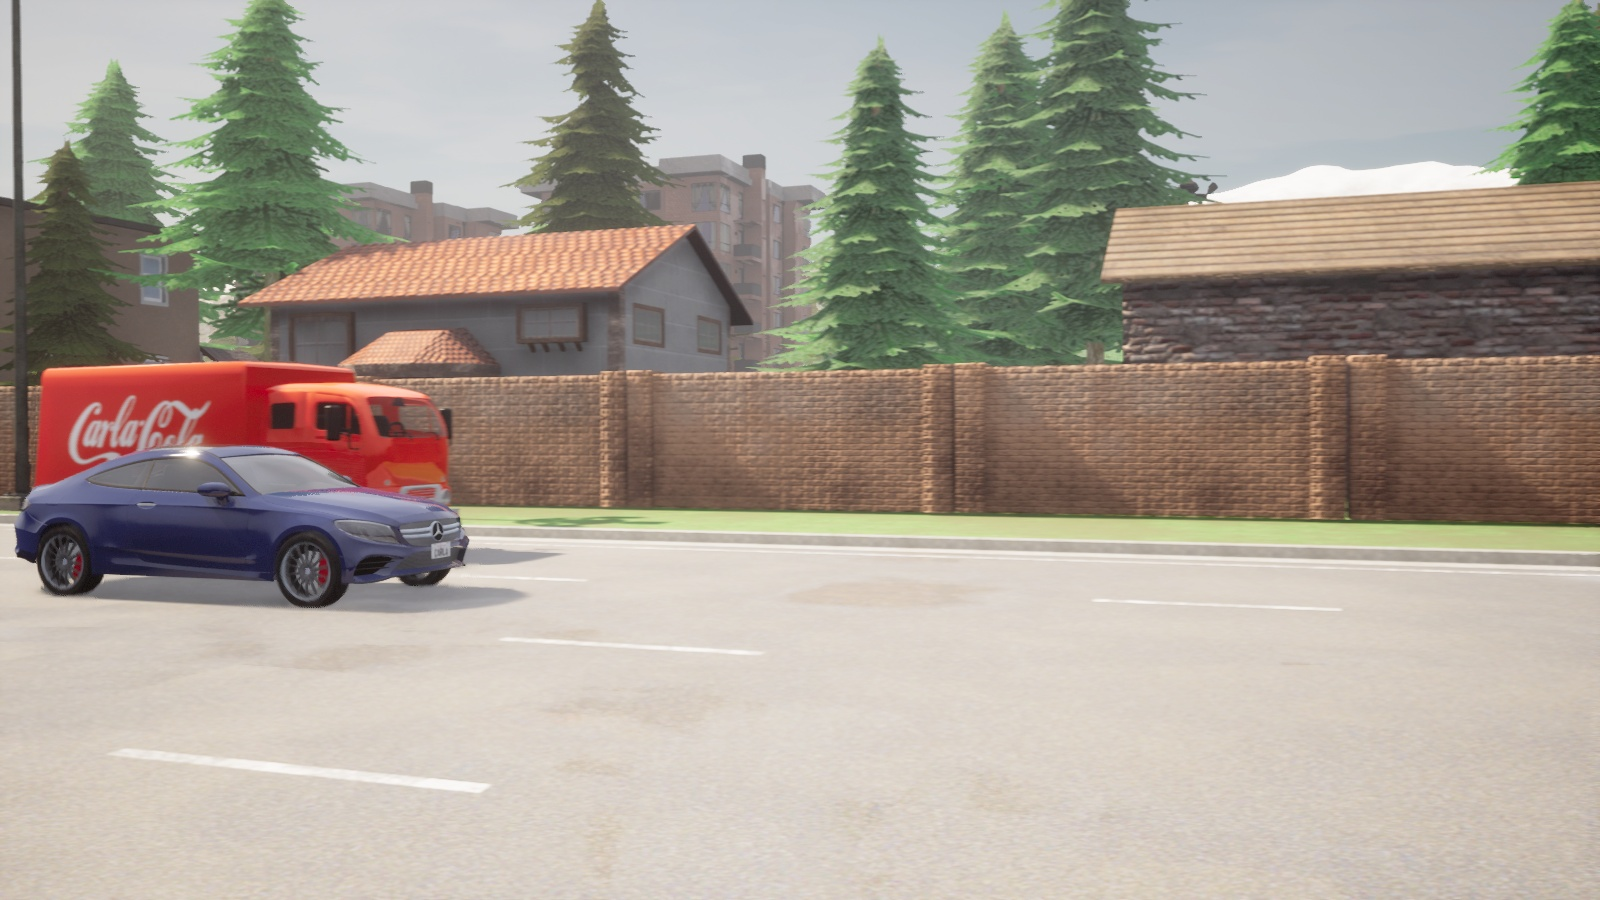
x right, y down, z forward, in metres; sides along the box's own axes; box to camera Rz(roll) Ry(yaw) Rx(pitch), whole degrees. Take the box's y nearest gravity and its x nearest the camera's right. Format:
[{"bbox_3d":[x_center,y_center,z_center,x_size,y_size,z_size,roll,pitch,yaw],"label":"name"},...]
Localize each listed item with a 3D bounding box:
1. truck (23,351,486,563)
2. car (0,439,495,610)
[{"bbox_3d":[-7.165,0.046,16.674,5.204,2.467,2.627,1,1,19],"label":"truck"},{"bbox_3d":[-5.559,0.632,12.449,4.674,1.442,1.812,1,1,19],"label":"car"}]
